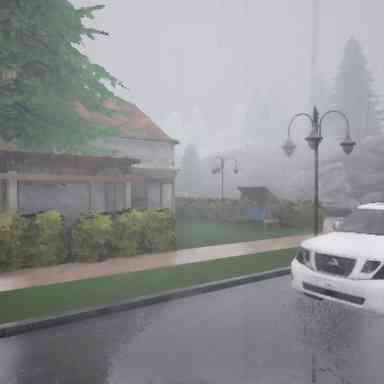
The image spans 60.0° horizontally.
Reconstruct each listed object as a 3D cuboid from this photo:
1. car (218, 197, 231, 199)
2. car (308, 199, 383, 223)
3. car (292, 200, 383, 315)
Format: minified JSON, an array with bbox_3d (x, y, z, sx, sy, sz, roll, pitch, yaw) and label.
[{"bbox_3d":[3.485,1.340,36.016,1.837,1.490,4.892,0,1,-35],"label":"car"},{"bbox_3d":[11.465,1.330,24.816,2.128,1.511,4.902,0,0,-35],"label":"car"},{"bbox_3d":[4.621,1.221,7.199,5.566,2.045,2.150,0,0,-34],"label":"car"}]
